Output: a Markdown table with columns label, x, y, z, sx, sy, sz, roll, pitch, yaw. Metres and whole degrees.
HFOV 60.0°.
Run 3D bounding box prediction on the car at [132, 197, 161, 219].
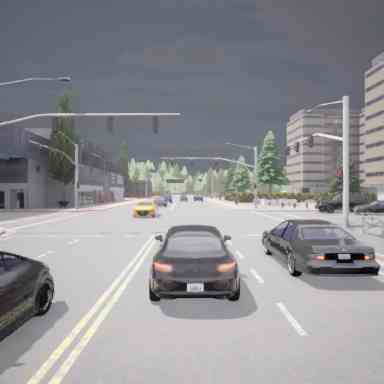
| label | x | y | z | sx | sy | sz | roll | pitch | yaw |
| --- | --- | --- | --- | --- | --- | --- | --- | --- | --- |
| car | -4.139 | 1.477 | 29.811 | 1.882 | 1.535 | 5.008 | 0 | 0 | -2 |

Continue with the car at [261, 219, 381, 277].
| label | x | y | z | sx | sy | sz | roll | pitch | yaw |
| --- | --- | --- | --- | --- | --- | --- | --- | --- | --- |
| car | 3.533 | 1.547 | 10.240 | 2.033 | 1.411 | 5.357 | 0 | 0 | 0 |

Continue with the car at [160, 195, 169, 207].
| label | x | y | z | sx | sy | sz | roll | pitch | yaw |
| --- | --- | --- | --- | --- | --- | --- | --- | --- | --- |
| car | -4.783 | 1.526 | 50.407 | 1.812 | 1.442 | 4.674 | 0 | 0 | -2 |

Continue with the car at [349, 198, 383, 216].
| label | x | y | z | sx | sy | sz | roll | pitch | yaw |
| --- | --- | --- | --- | --- | --- | --- | --- | --- | --- |
| car | 18.220 | 1.526 | 32.499 | 4.674 | 1.442 | 1.812 | 0 | 0 | -2 |

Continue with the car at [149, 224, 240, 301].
| label | x | y | z | sx | sy | sz | roll | pitch | yaw |
| --- | --- | --- | --- | --- | --- | --- | --- | --- | --- |
| car | 0.035 | 1.526 | 8.182 | 1.812 | 1.442 | 4.674 | 0 | 0 | -1 |

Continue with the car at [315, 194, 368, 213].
| label | x | y | z | sx | sy | sz | roll | pitch | yaw |
| --- | --- | --- | --- | --- | --- | --- | --- | --- | --- |
| car | 16.284 | 1.222 | 35.967 | 5.566 | 2.045 | 2.150 | 0 | 0 | -2 |

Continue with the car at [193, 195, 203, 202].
| label | x | y | z | sx | sy | sz | roll | pitch | yaw |
| --- | --- | --- | --- | --- | --- | --- | --- | --- | --- |
| car | 1.565 | 1.478 | 78.672 | 1.882 | 1.535 | 5.008 | 0 | 0 | -1 |

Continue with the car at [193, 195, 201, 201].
| label | x | y | z | sx | sy | sz | roll | pitch | yaw |
| --- | --- | --- | --- | --- | --- | --- | --- | --- | --- |
| car | 1.302 | 1.500 | 88.810 | 1.837 | 1.490 | 4.892 | 0 | 0 | -1 |

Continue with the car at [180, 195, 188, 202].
| label | x | y | z | sx | sy | sz | roll | pitch | yaw |
| --- | --- | --- | --- | --- | --- | --- | --- | --- | --- |
| car | -1.922 | 1.533 | 78.102 | 2.033 | 1.411 | 5.357 | 0 | 0 | -1 |

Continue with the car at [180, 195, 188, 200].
| label | x | y | z | sx | sy | sz | roll | pitch | yaw |
| --- | --- | --- | --- | --- | --- | --- | --- | --- | --- |
| car | -2.197 | 1.467 | 88.737 | 1.994 | 1.385 | 4.181 | 0 | 0 | -1 |

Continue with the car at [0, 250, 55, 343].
| label | x | y | z | sx | sy | sz | roll | pitch | yaw |
| --- | --- | --- | --- | --- | --- | --- | --- | --- | --- |
| car | -3.621 | 1.564 | 4.705 | 1.994 | 1.385 | 4.181 | 0 | 0 | 0 |

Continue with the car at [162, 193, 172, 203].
| label | x | y | z | sx | sy | sz | roll | pitch | yaw |
| --- | --- | --- | --- | --- | --- | --- | --- | --- | --- |
| car | -5.157 | 1.222 | 67.617 | 2.150 | 2.045 | 5.566 | 0 | 0 | -1 |
